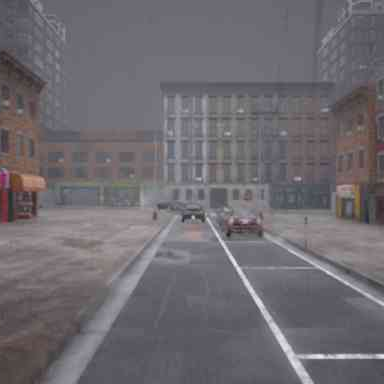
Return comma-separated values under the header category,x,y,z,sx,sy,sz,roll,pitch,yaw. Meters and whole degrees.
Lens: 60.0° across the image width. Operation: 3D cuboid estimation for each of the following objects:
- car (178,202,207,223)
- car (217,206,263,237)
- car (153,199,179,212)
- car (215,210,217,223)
category,x,y,z,sx,sy,sz,roll,pitch,yaw
car,0.107,1.641,27.106,1.837,1.490,4.892,0,0,0
car,2.658,1.532,18.495,1.967,1.590,4.097,0,0,0
car,-2.994,1.667,41.531,2.128,1.511,4.902,2,-1,-39
car,2.661,1.671,23.999,2.008,1.369,4.403,0,0,0
